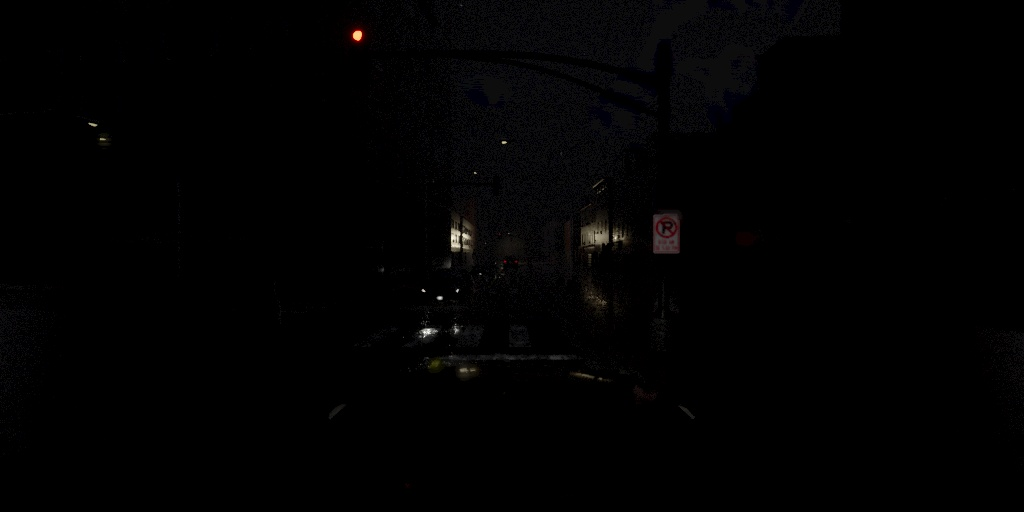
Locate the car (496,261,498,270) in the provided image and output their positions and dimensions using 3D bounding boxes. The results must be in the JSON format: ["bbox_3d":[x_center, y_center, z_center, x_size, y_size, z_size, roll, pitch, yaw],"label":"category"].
[{"bbox_3d":[-3.023,1.266,52.161,1.837,1.490,4.892,0,0,0],"label":"car"}]

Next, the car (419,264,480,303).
[{"bbox_3d":[-2.909,1.301,17.106,2.033,1.411,5.357,0,0,0],"label":"car"}]

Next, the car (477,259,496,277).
[{"bbox_3d":[-2.979,1.303,36.176,2.033,1.411,5.357,0,0,0],"label":"car"}]

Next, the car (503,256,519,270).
[{"bbox_3d":[-0.194,0.984,52.552,2.150,2.045,5.566,0,0,0],"label":"car"}]
